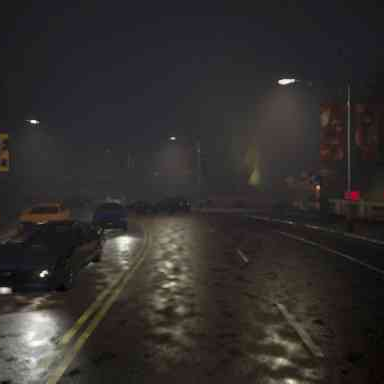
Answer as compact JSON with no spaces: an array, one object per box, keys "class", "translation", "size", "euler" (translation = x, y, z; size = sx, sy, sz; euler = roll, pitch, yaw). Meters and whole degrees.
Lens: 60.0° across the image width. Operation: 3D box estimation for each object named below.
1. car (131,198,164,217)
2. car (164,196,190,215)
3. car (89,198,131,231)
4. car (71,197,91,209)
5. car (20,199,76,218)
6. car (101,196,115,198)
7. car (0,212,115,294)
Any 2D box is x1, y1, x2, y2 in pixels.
[{"class":"car","translation":[-4.663,1.334,29.819],"size":[2.128,1.511,4.902],"euler":[0,0,-28]},{"class":"car","translation":[-2.016,1.180,32.242],"size":[2.097,1.767,4.553],"euler":[0,0,-30]},{"class":"car","translation":[-4.799,1.374,19.647],"size":[1.882,1.535,5.008],"euler":[0,0,-13]},{"class":"car","translation":[-14.456,1.306,41.959],"size":[4.674,1.442,1.812],"euler":[0,0,41]},{"class":"car","translation":[-7.838,1.383,18.085],"size":[1.882,1.535,5.008],"euler":[0,0,-11]},{"class":"car","translation":[-11.216,1.295,43.783],"size":[4.674,1.442,1.812],"euler":[0,0,43]},{"class":"car","translation":[-3.716,1.500,9.062],"size":[2.033,1.411,5.357],"euler":[0,0,-2]}]
